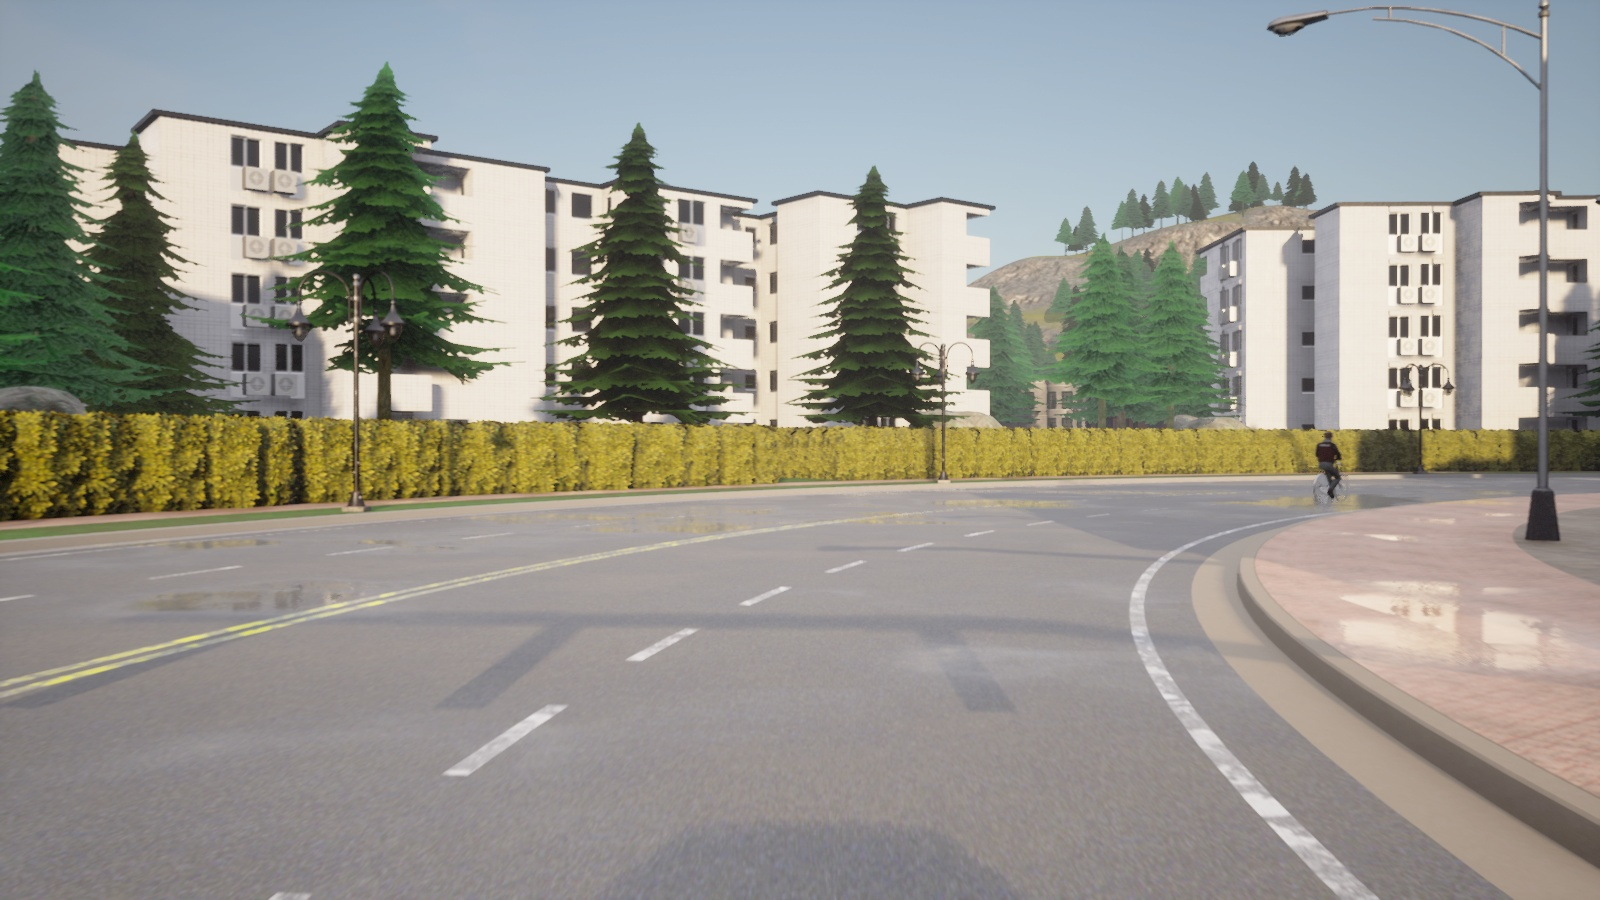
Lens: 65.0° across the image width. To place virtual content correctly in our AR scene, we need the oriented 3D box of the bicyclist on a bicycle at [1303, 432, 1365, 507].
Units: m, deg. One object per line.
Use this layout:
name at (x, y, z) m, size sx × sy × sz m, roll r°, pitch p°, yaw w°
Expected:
bicyclist on a bicycle at (12.979, 0.456, 30.498) m, size 1.843 × 1.776 × 0.659 m, roll -1°, pitch 1°, yaw -43°
